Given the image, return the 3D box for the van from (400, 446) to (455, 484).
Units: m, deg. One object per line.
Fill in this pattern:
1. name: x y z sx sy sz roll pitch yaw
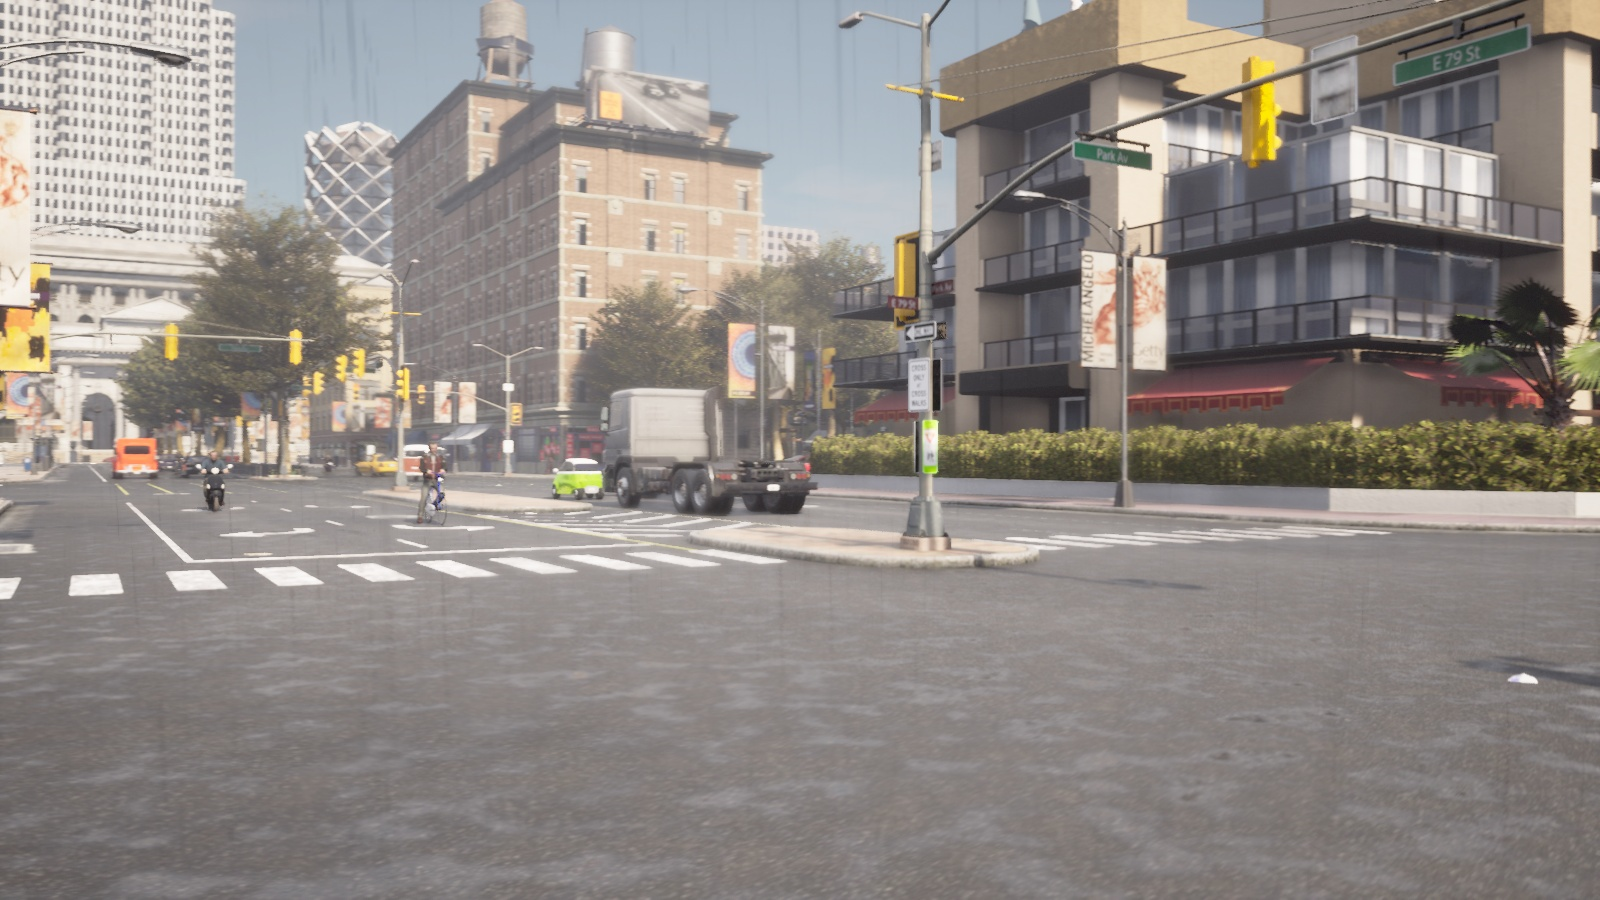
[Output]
1. van: -20.873 0.822 70.538 2.069 2.038 4.480 0 0 -4

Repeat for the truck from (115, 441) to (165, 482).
1. truck: -40.777 0.705 77.532 2.627 2.467 5.204 0 0 -29

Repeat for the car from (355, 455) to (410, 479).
1. car: -28.404 1.122 85.381 1.801 1.575 5.366 0 0 -39

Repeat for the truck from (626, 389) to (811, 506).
1. truck: -2.902 -0.059 41.437 2.891 3.462 7.936 0 0 -30

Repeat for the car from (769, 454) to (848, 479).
1. car: 0.538 1.008 78.633 4.514 1.525 2.007 0 0 -31

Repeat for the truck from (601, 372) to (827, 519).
1. truck: -2.574 -0.091 33.809 2.891 3.462 7.936 0 0 -30

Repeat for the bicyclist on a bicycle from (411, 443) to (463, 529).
1. bicyclist on a bicycle: -7.743 0.749 26.733 0.659 1.776 1.843 0 0 -30

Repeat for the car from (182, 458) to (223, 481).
1. car: -38.145 1.241 80.122 2.033 1.411 5.357 0 0 -29

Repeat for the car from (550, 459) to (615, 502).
1. car: -7.290 0.994 42.062 1.481 1.376 2.207 0 0 -30

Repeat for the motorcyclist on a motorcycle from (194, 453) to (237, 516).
1. motorcyclist on a motorcycle: -15.338 0.882 32.957 0.866 1.590 1.817 0 0 -30
